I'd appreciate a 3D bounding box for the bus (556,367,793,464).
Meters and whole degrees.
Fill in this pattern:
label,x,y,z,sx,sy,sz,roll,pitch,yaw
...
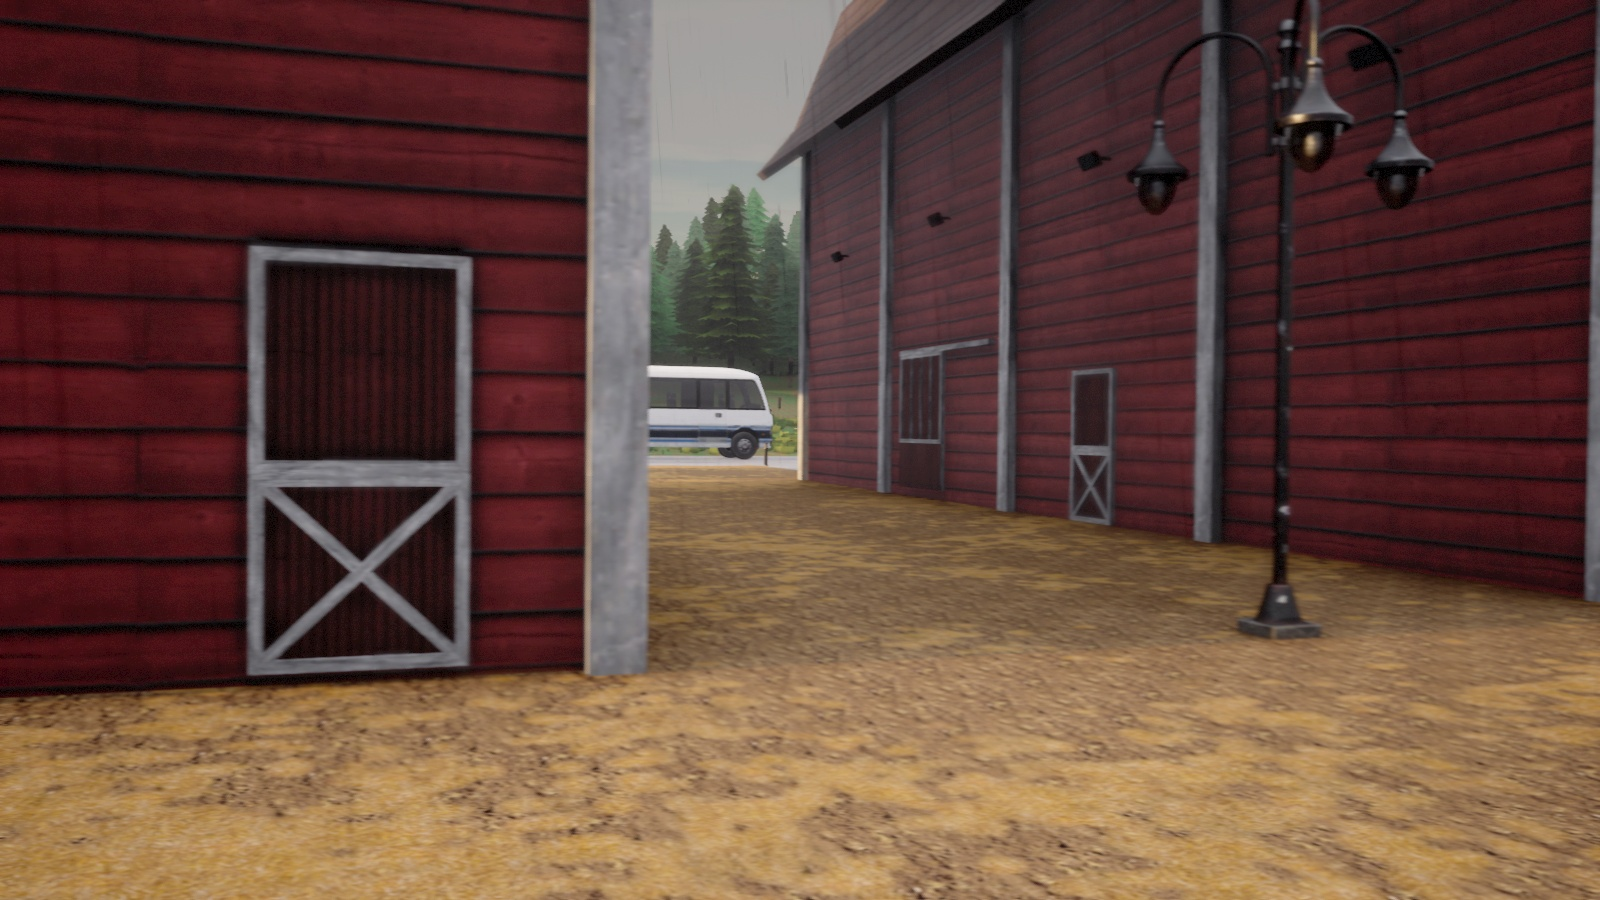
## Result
label,x,y,z,sx,sy,sz,roll,pitch,yaw
bus,-5.836,-1.600,58.014,10.273,4.253,3.944,-1,1,-17
